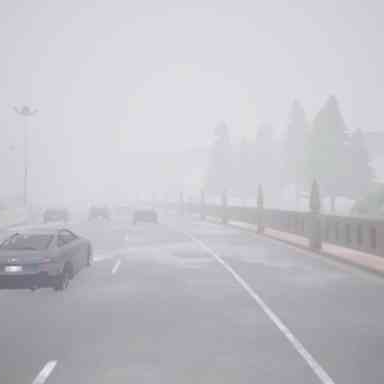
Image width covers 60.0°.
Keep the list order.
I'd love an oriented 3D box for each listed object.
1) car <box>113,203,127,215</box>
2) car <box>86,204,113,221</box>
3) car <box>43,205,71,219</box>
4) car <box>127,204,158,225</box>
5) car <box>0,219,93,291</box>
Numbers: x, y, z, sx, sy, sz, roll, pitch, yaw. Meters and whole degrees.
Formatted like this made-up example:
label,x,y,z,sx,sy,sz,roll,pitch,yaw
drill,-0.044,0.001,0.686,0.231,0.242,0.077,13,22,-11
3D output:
label,x,y,z,sx,sy,sz,roll,pitch,yaw
car,-8.740,2.050,41.126,1.812,1.442,4.674,0,-1,-23
car,-8.785,1.911,31.312,1.837,1.490,4.892,0,-1,-18
car,-11.690,1.863,28.981,1.882,1.535,5.008,0,-1,-17
car,-4.089,1.828,27.762,1.882,1.535,5.008,0,-1,-15
car,-4.115,1.690,9.323,1.994,1.385,4.181,0,-1,-6
